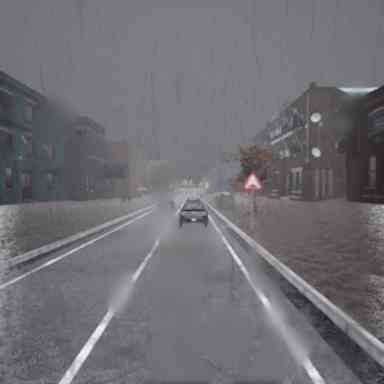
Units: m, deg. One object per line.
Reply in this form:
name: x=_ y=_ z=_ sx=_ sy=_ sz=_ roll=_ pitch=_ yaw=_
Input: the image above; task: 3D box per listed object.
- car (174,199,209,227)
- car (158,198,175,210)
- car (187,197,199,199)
car: x=0.106 y=1.450 z=22.504 sx=2.128 sy=1.511 sz=4.902 roll=0 pitch=0 yaw=0
car: x=-3.080 y=1.423 z=41.601 sx=2.033 sy=1.411 sz=5.357 roll=0 pitch=0 yaw=0
car: x=0.109 y=1.371 z=40.798 sx=2.128 sy=1.511 sz=4.902 roll=0 pitch=0 yaw=0
